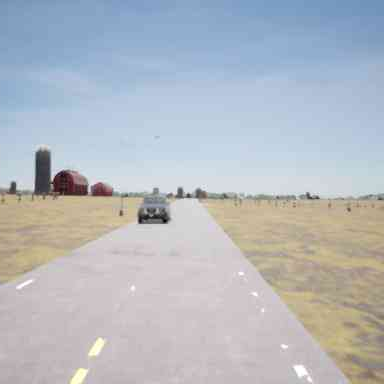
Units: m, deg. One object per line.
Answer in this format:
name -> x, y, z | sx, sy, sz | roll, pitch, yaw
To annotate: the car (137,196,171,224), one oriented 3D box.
car -> -2.844, 1.311, 26.023 | 2.150, 2.045, 5.566 | 0, 0, 0
